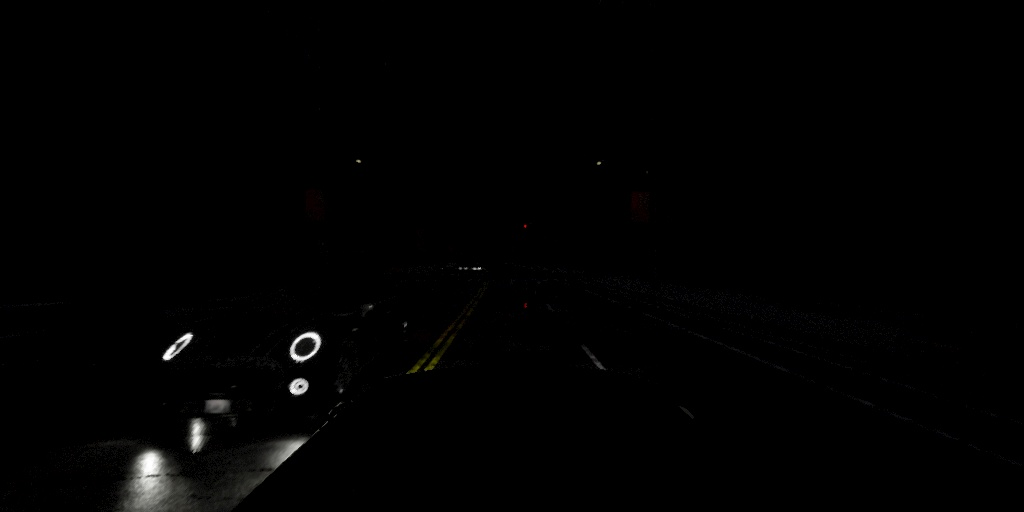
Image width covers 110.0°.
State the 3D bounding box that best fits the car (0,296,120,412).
[{"bbox_3d":[-6.617,1.257,3.951,2.128,1.511,4.902,0,0,0],"label":"car"}]

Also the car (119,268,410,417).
[{"bbox_3d":[-3.369,1.138,6.337,2.097,1.767,4.553,0,0,0],"label":"car"}]

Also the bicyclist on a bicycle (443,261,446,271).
[{"bbox_3d":[-11.684,1.769,62.205,0.582,1.620,1.656,0,-2,-5],"label":"bicyclist on a bicycle"}]

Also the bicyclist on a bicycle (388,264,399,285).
[{"bbox_3d":[-9.231,1.450,28.168,0.866,1.612,1.509,1,-1,-2],"label":"bicyclist on a bicycle"}]
